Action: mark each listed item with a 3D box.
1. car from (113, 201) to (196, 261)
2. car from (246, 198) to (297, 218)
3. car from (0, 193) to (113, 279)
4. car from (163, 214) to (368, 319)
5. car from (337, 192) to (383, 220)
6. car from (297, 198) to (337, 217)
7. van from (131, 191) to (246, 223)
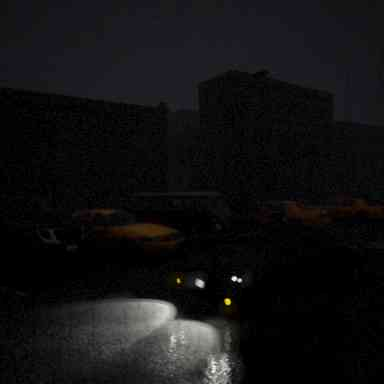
[{"bbox_3d":[-2.737,1.250,11.426,5.366,1.575,1.946,0,1,34],"label":"car"},{"bbox_3d":[1.857,1.175,14.959,4.792,1.488,2.163,0,1,34],"label":"car"},{"bbox_3d":[-5.257,1.060,9.800,5.566,2.045,2.435,-1,1,34],"label":"car"},{"bbox_3d":[1.758,1.405,7.086,4.181,1.385,1.994,-1,2,-36],"label":"car"},{"bbox_3d":[8.890,0.980,20.153,5.366,1.575,1.946,0,1,35],"label":"car"},{"bbox_3d":[4.117,1.088,16.754,5.366,1.575,1.946,0,1,34],"label":"car"},{"bbox_3d":[-0.408,0.973,13.173,4.442,1.987,1.878,0,1,34],"label":"van"}]
